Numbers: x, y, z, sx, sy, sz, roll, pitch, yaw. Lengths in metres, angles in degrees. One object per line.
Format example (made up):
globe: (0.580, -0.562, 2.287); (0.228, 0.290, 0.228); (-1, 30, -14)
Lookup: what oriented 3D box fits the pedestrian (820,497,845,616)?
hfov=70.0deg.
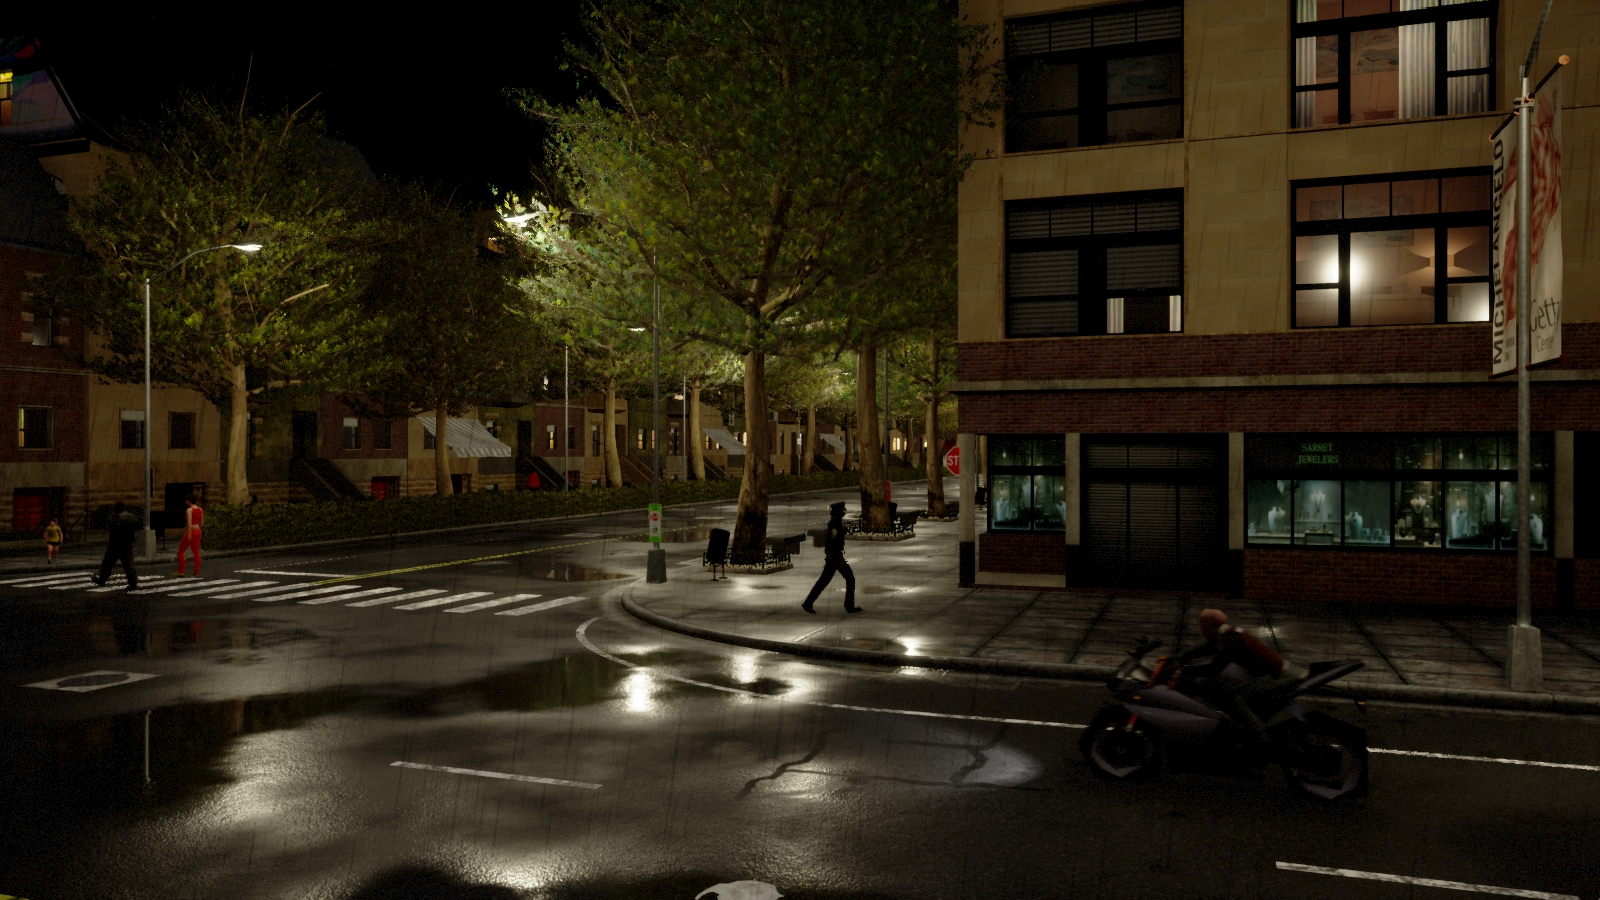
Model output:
pedestrian: (0.524, 1.699, 18.316); (0.375, 1.860, 0.375); (0, 0, 5)

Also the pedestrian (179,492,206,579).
pedestrian: (-13.201, 1.849, 24.829); (0.375, 1.860, 0.375); (0, 0, 15)

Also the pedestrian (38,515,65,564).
pedestrian: (-17.412, 2.076, 26.594); (0.500, 1.100, 0.500); (0, 0, -30)

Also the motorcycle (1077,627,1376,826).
motorcycle: (3.463, 2.205, 9.409); (2.209, 1.251, 0.867); (0, 0, 21)

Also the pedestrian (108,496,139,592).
pedestrian: (-13.367, 1.849, 22.589); (0.375, 1.860, 0.375); (0, 0, 20)
